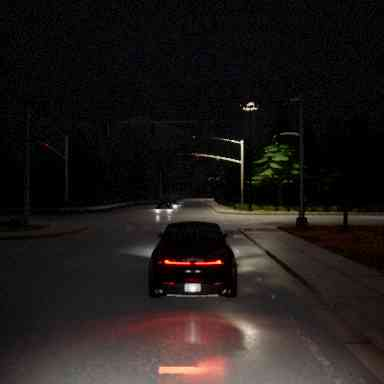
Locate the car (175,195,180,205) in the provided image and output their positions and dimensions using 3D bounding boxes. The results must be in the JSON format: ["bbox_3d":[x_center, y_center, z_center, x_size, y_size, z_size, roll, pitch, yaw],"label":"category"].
[{"bbox_3d":[-3.664,1.575,59.015,1.895,1.301,4.718,0,0,1],"label":"car"}]

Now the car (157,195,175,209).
[{"bbox_3d":[-3.685,1.483,45.141,1.837,1.490,4.892,0,0,0],"label":"car"}]

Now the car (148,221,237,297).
[{"bbox_3d":[0.031,1.497,8.518,1.837,1.490,4.892,0,0,0],"label":"car"}]

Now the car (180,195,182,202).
[{"bbox_3d":[-3.302,1.374,75.288,1.837,1.490,4.892,0,0,2],"label":"car"}]
